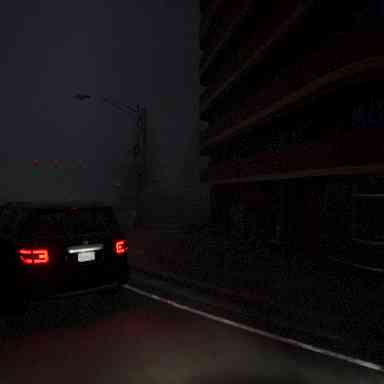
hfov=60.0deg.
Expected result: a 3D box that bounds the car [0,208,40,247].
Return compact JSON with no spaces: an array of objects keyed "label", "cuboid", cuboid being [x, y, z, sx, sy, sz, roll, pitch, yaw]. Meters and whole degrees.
[{"label":"car","cuboid":[-8.425,1.564,15.847,1.994,1.385,4.181,0,0,-26]}]

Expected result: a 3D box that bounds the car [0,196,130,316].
[{"label":"car","cuboid":[-3.554,1.221,7.879,2.150,2.045,5.566,0,0,-40]}]
